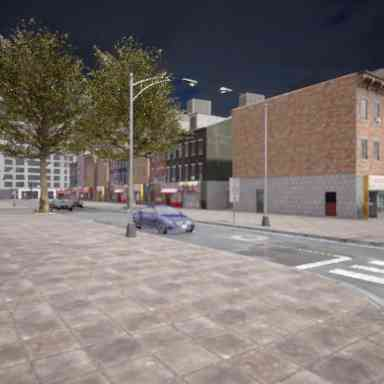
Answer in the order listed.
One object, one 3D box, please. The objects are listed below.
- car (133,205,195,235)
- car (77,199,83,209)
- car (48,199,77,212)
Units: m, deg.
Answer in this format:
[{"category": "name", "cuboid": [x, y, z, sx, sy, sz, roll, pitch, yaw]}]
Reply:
[{"category": "car", "cuboid": [-1.712, 1.472, 18.582, 1.812, 1.442, 4.674, 0, 0, -35]}, {"category": "car", "cuboid": [-16.109, 1.534, 44.248, 1.895, 1.301, 4.718, 0, 0, -35]}, {"category": "car", "cuboid": [-14.800, 1.492, 37.306, 1.994, 1.385, 4.181, 0, 0, -35]}]
